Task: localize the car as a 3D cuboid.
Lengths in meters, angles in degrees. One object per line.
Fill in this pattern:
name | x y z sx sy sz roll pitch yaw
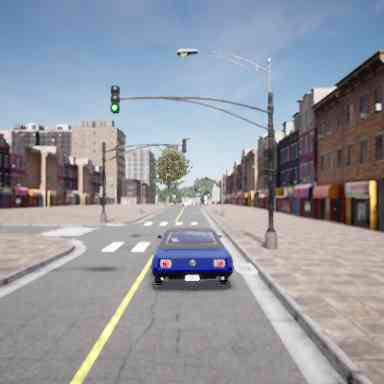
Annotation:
car | -0.075 1.655 9.703 1.895 1.301 4.718 0 0 -2
